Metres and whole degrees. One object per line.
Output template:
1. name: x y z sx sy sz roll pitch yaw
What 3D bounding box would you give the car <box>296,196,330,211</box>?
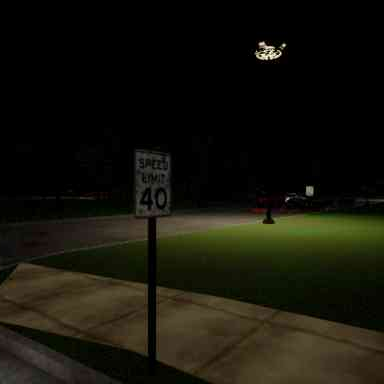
1. car: 15.267 1.547 41.740 2.033 1.411 5.357 0 0 37

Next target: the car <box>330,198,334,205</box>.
1. car: 23.186 1.503 57.885 1.837 1.490 4.892 0 0 37

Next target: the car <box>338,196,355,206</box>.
1. car: 25.813 1.478 55.557 1.882 1.535 5.008 0 0 37

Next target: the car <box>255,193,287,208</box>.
1. car: 11.170 1.221 47.993 2.150 2.045 5.566 0 0 37

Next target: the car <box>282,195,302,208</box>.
1. car: 14.750 1.526 46.844 1.812 1.442 4.674 0 0 37

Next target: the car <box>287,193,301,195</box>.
1. car: 17.559 1.221 56.443 2.150 2.045 5.566 0 0 37
